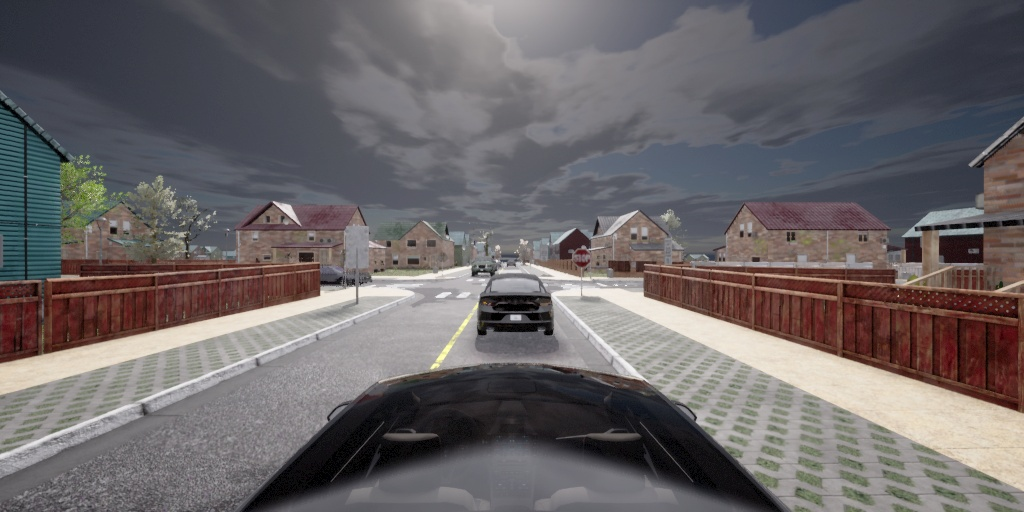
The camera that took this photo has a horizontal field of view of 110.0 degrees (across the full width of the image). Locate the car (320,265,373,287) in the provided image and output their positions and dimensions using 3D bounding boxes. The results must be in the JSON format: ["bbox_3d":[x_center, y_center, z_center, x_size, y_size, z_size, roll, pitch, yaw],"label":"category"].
[{"bbox_3d":[-11.754,1.264,22.735,5.357,1.411,2.033,0,0,0],"label":"car"}]

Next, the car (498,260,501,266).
[{"bbox_3d":[-2.943,1.353,49.317,1.837,1.490,4.892,0,0,0],"label":"car"}]

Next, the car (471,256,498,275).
[{"bbox_3d":[-2.931,1.021,37.417,2.150,2.045,5.566,0,0,0],"label":"car"}]

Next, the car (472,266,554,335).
[{"bbox_3d":[0.082,1.228,10.489,1.882,1.535,5.008,0,0,0],"label":"car"}]

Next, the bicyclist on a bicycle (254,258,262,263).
[{"bbox_3d":[-20.213,0.956,28.553,0.582,1.620,1.656,0,0,0],"label":"bicyclist on a bicycle"}]
